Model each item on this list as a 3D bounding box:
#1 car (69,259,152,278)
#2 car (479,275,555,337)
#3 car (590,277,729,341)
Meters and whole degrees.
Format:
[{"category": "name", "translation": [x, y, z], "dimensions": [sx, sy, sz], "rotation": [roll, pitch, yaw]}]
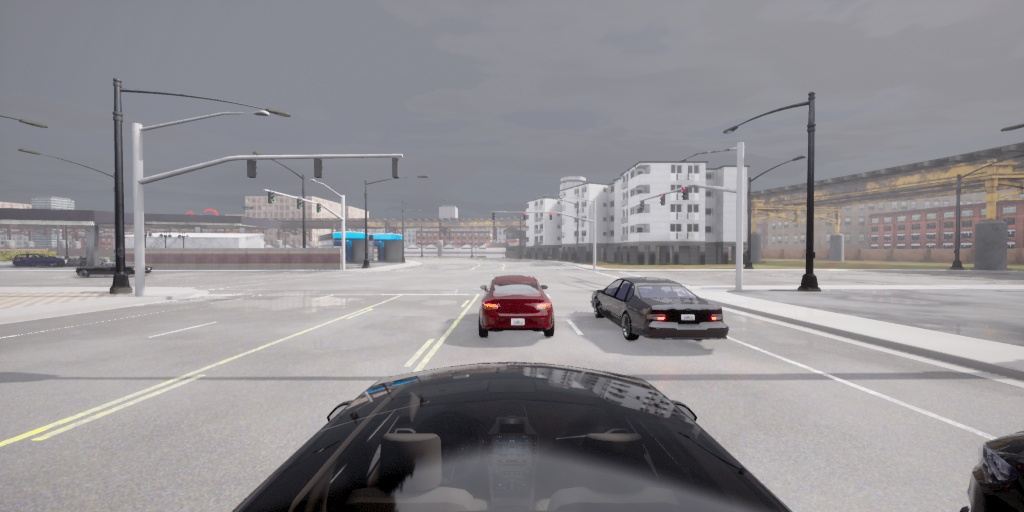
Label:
[{"category": "car", "translation": [-33.622, 1.134, 30.299], "dimensions": [4.718, 1.301, 1.895], "rotation": [0, 1, -1]}, {"category": "car", "translation": [0.071, 1.256, 10.102], "dimensions": [1.812, 1.442, 4.674], "rotation": [0, 0, -1]}, {"category": "car", "translation": [3.582, 1.282, 9.817], "dimensions": [2.033, 1.411, 5.357], "rotation": [0, 0, 0]}]
